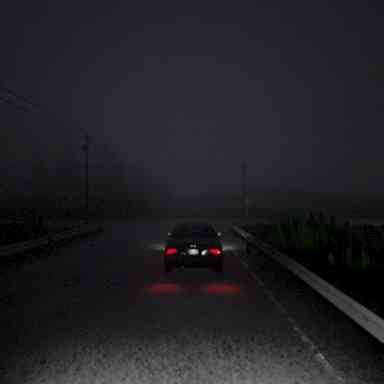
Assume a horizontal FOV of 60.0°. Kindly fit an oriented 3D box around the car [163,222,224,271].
[{"bbox_3d":[0.072,1.761,11.589,2.033,1.411,5.357,0,-2,1],"label":"car"}]
